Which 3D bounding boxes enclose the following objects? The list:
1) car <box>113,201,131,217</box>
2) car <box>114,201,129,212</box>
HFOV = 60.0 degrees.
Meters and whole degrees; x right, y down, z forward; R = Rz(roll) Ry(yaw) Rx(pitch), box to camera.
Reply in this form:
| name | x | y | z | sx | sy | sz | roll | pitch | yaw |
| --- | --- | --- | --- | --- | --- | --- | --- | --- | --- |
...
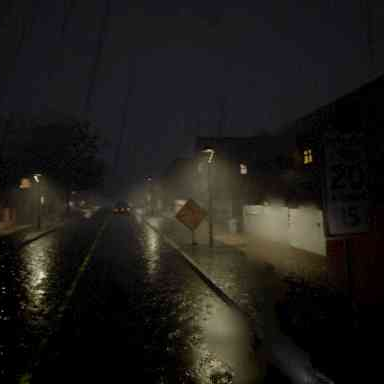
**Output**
| name | x | y | z | sx | sy | sz | roll | pitch | yaw |
| --- | --- | --- | --- | --- | --- | --- | --- | --- | --- |
| car | -7.883 | 1.955 | 37.621 | 2.033 | 1.411 | 5.357 | -2 | 0 | -12 |
| car | -10.699 | 2.138 | 50.536 | 2.033 | 1.411 | 5.357 | -2 | 0 | -12 |
